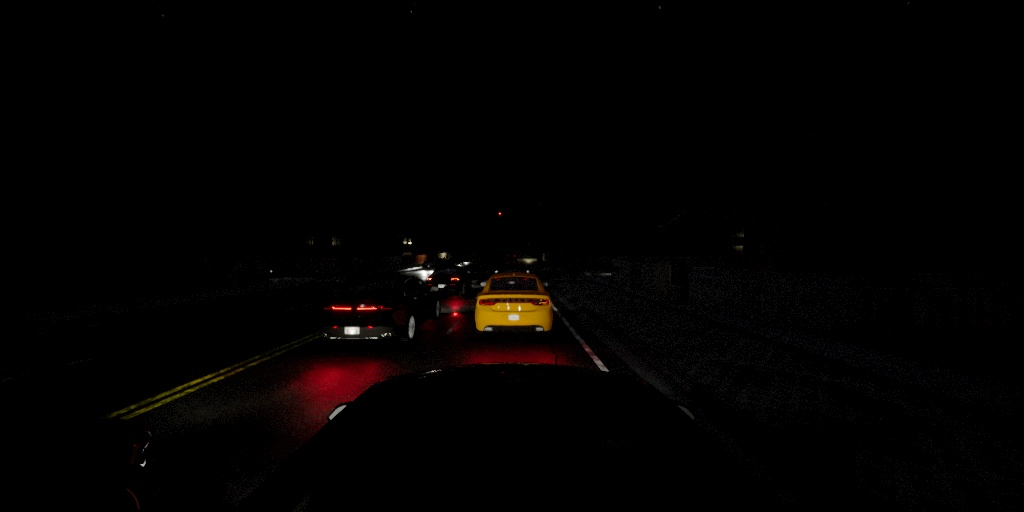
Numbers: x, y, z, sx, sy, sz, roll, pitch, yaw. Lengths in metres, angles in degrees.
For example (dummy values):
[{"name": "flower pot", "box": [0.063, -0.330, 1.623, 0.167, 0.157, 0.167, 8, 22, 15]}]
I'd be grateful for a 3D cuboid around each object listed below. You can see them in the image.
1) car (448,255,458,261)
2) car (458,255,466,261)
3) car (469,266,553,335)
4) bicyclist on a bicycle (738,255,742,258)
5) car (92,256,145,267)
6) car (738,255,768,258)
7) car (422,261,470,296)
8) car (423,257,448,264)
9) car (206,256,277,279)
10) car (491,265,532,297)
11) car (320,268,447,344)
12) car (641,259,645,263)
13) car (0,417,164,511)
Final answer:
[{"name": "car", "box": [-9.934, 0.899, 54.343, 1.994, 1.385, 4.181, 0, 1, 0]}, {"name": "car", "box": [-9.914, 0.650, 63.949, 1.882, 1.535, 5.008, 0, 1, 0]}, {"name": "car", "box": [0.062, 1.209, 10.475, 1.882, 1.535, 5.008, 0, 0, 0]}, {"name": "bicyclist on a bicycle", "box": [18.406, 0.779, 28.792, 0.582, 1.620, 1.656, 0, 0, -2]}, {"name": "car", "box": [-34.132, 1.056, 31.763, 5.566, 2.045, 2.150, 0, 1, 4]}, {"name": "car", "box": [22.769, 0.732, 34.778, 4.553, 1.767, 2.097, 0, 1, -2]}, {"name": "car", "box": [-3.248, 1.210, 18.899, 1.812, 1.442, 4.674, 0, 0, 1]}, {"name": "car", "box": [-9.918, 0.928, 45.159, 2.128, 1.511, 4.902, 0, 1, 0]}, {"name": "car", "box": [-23.643, 0.989, 31.179, 5.566, 2.045, 2.150, 0, 1, 2]}, {"name": "car", "box": [0.008, 1.245, 19.364, 1.994, 1.385, 4.181, 0, 0, 1]}, {"name": "car", "box": [-3.190, 1.238, 9.590, 1.837, 1.490, 4.892, 0, 0, 0]}, {"name": "car", "box": [12.793, 1.008, 34.519, 5.357, 1.411, 2.033, -1, 1, -6]}, {"name": "car", "box": [-3.149, 1.228, 0.180, 1.882, 1.535, 5.008, 0, 0, 0]}]
